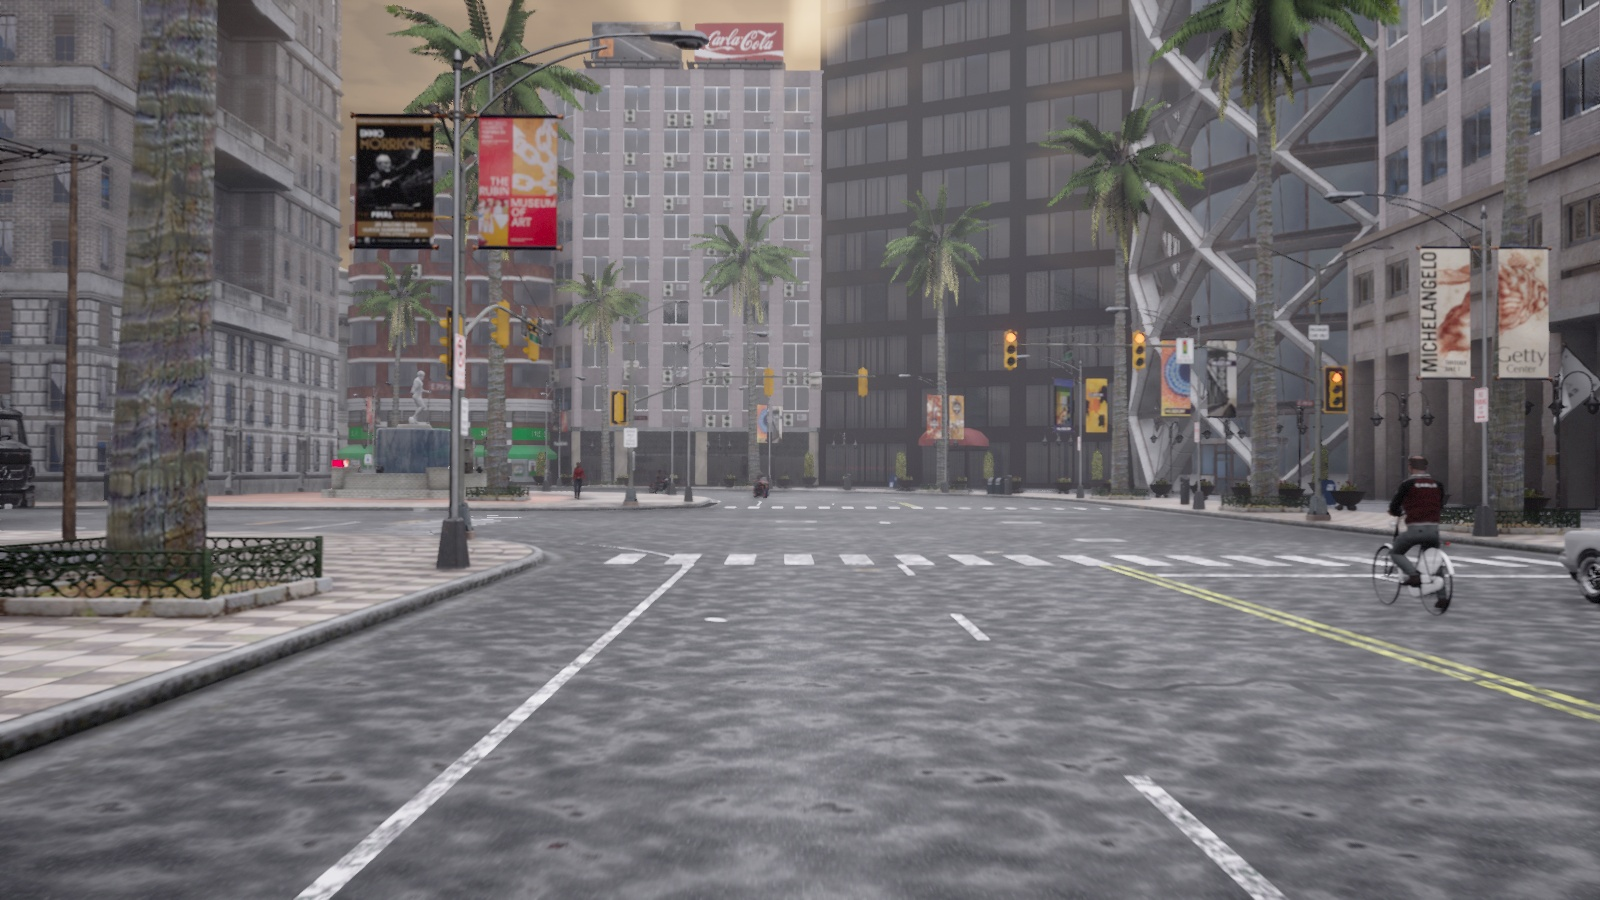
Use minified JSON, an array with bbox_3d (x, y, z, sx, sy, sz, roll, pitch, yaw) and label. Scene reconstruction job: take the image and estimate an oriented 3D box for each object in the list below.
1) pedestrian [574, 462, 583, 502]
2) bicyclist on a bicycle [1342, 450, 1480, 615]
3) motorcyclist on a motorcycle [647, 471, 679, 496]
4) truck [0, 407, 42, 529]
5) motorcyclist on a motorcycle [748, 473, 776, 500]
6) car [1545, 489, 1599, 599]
[{"bbox_3d":[-10.450,1.505,59.219,0.331,1.846,0.636,0,-1,-1],"label":"pedestrian"},{"bbox_3d":[6.965,0.899,14.419,0.659,1.776,1.843,0,-1,0],"label":"bicyclist on a bicycle"},{"bbox_3d":[-9.012,2.184,82.603,2.350,1.649,0.766,-1,-1,43],"label":"motorcyclist on a motorcycle"},{"bbox_3d":[-26.629,0.543,36.084,7.936,3.462,2.891,0,-1,0],"label":"truck"},{"bbox_3d":[-2.201,2.068,72.278,0.866,1.530,2.191,0,-1,-23],"label":"motorcyclist on a motorcycle"},{"bbox_3d":[10.452,1.102,13.675,1.895,1.301,4.718,0,-1,0],"label":"car"}]
